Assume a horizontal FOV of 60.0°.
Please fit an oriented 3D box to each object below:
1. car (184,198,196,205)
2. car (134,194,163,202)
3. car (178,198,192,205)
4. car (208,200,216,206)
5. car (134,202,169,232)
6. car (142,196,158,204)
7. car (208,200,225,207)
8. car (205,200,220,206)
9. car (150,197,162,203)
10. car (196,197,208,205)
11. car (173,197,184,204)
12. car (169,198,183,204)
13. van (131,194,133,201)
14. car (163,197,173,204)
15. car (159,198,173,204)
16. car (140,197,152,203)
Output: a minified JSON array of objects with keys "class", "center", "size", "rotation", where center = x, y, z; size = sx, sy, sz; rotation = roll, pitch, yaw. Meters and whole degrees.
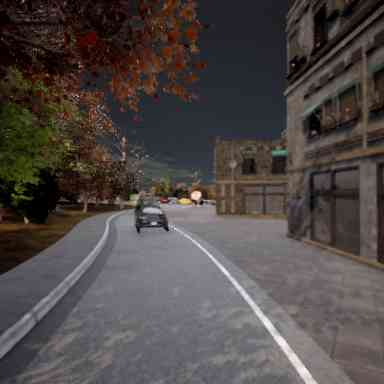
[{"class":"car","center":[-1.719,2.256,77.465],"size":[2.097,1.535,5.008],"rotation":[4,-2,-23]},{"class":"car","center":[-4.992,1.382,38.454],"size":[2.150,2.045,5.566],"rotation":[0,-1,-1]},{"class":"car","center":[-1.877,2.658,91.834],"size":[1.946,1.575,5.366],"rotation":[4,-2,-23]},{"class":"car","center":[3.406,2.577,79.659],"size":[2.231,1.521,4.892],"rotation":[3,-2,-23]},{"class":"car","center":[-2.543,1.548,20.364],"size":[1.812,1.442,4.674],"rotation":[0,0,-12]},{"class":"car","center":[-9.370,1.749,74.162],"size":[2.163,1.488,4.792],"rotation":[4,-2,-23]},{"class":"car","center":[5.965,2.751,80.730],"size":[2.163,1.488,4.792],"rotation":[3,-2,-23]},{"class":"car","center":[5.761,3.055,94.899],"size":[2.097,1.535,5.008],"rotation":[3,-1,-23]},{"class":"car","center":[-9.607,2.196,88.324],"size":[2.002,1.452,4.674],"rotation":[4,-2,-23]},{"class":"car","center":[0.844,2.170,78.602],"size":[2.435,2.045,5.566],"rotation":[4,-2,-23]},{"class":"car","center":[-4.276,1.957,76.411],"size":[2.185,1.767,4.553],"rotation":[4,-2,-23]},{"class":"car","center":[-4.443,2.502,90.735],"size":[1.946,1.575,5.366],"rotation":[4,-2,-23]},{"class":"van","center":[-14.548,1.576,86.069],"size":[1.878,1.987,4.442],"rotation":[4,-1,-23]},{"class":"car","center":[-6.839,1.931,75.310],"size":[2.163,1.488,4.792],"rotation":[4,-2,-23]},{"class":"car","center":[-6.945,2.368,89.493],"size":[2.163,1.488,4.792],"rotation":[4,-2,-23]},{"class":"car","center":[-12.161,2.015,87.230],"size":[2.002,1.452,4.674],"rotation":[4,-2,-23]}]
